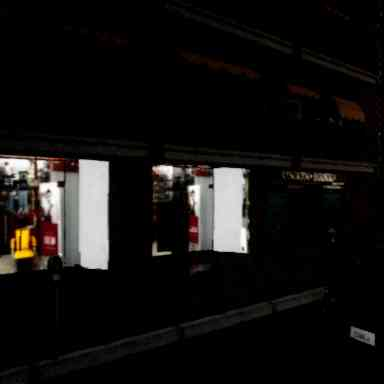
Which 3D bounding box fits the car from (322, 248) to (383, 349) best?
[{"bbox_3d":[4.072,1.544,5.652,4.313,1.339,1.947,0,1,-34],"label":"car"}]
